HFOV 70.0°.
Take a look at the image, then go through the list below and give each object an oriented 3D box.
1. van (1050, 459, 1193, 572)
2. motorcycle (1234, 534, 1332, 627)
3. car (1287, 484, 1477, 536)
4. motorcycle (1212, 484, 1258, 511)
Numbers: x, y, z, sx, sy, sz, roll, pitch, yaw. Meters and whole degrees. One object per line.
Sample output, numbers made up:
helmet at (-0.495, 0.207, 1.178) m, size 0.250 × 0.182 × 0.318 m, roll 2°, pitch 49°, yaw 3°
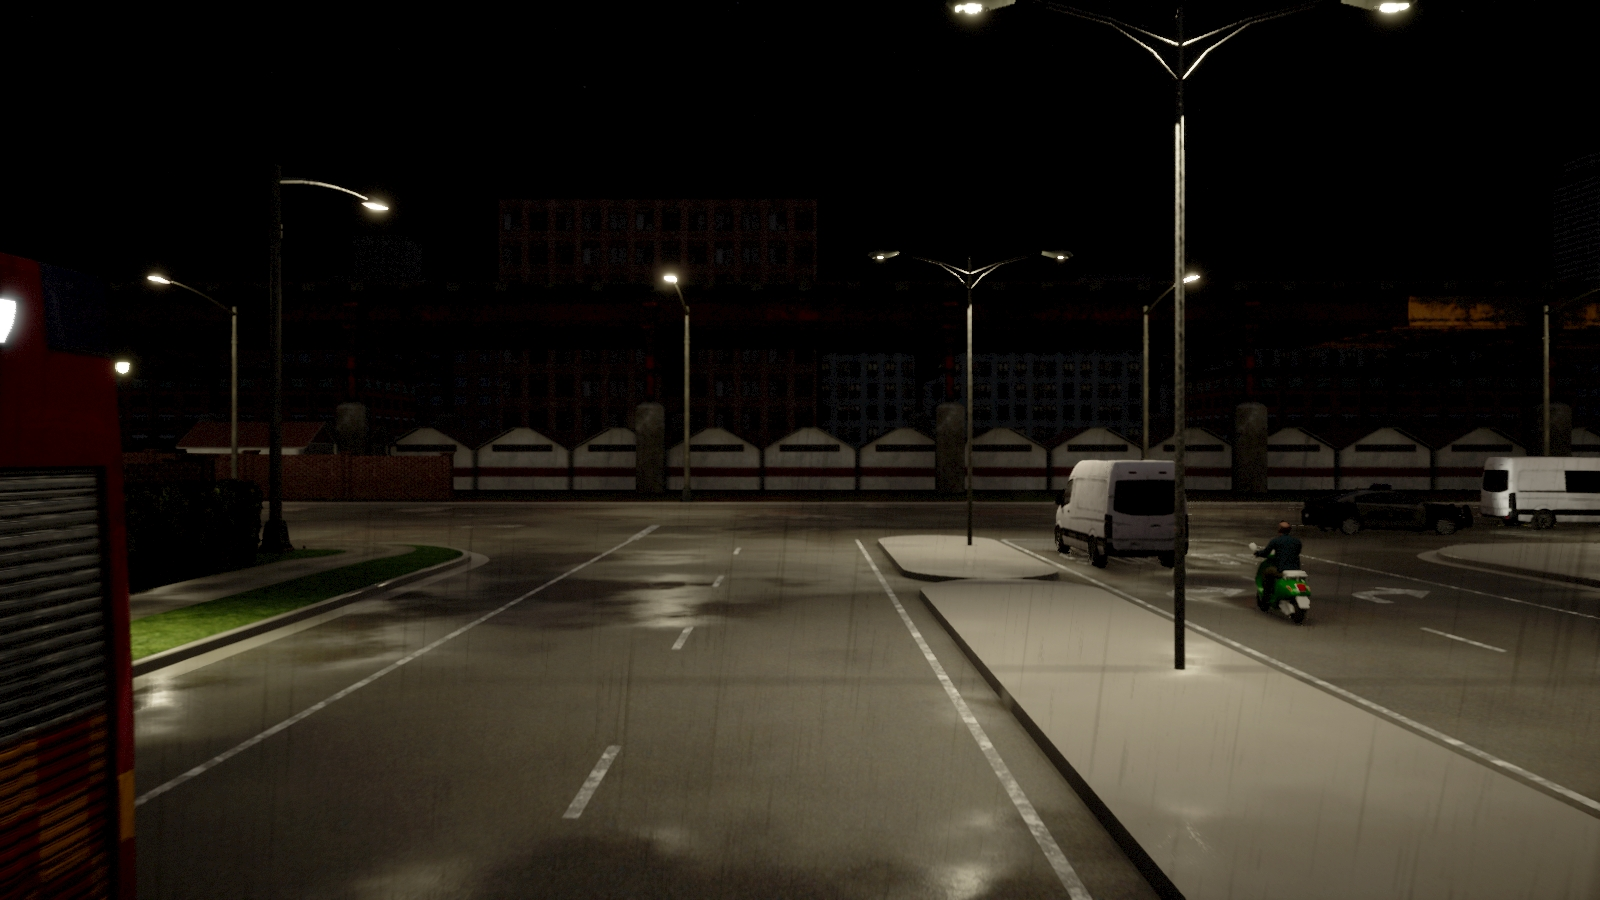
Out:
van at (8.024, 1.533, 29.170) m, size 1.988 × 2.561 × 5.915 m, roll 0°, pitch 0°, yaw 0°
motorcycle at (7.999, 2.129, 19.009) m, size 0.856 × 1.341 × 1.805 m, roll 0°, pitch 0°, yaw 0°
car at (19.317, 1.981, 38.098) m, size 5.238 × 1.638 × 2.097 m, roll 0°, pitch 0°, yaw 2°
motorcycle at (20.067, 2.180, 52.699) m, size 1.805 × 1.236 × 0.856 m, roll 0°, pitch 0°, yaw 0°
